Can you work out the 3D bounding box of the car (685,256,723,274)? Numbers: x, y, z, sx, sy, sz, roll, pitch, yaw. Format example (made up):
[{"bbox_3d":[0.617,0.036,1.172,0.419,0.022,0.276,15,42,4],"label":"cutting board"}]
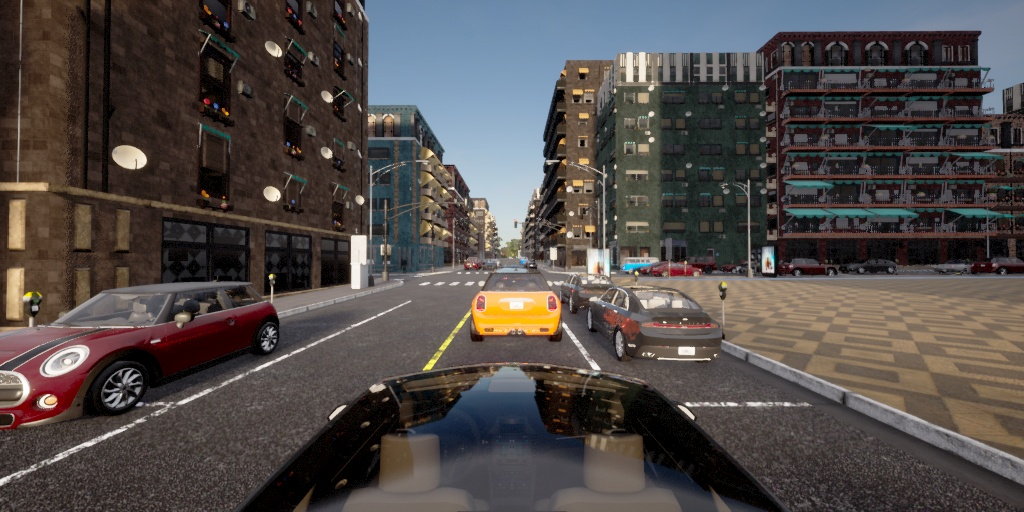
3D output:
[{"bbox_3d":[19.304,0.977,38.519,5.009,1.841,2.192,0,0,0],"label":"car"}]

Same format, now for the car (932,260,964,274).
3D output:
[{"bbox_3d":[41.546,1.009,32.576,4.718,1.301,1.895,0,-1,0],"label":"car"}]

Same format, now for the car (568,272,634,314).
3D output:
[{"bbox_3d":[2.822,1.304,13.555,2.007,1.370,4.403,0,0,0],"label":"car"}]

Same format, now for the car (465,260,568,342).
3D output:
[{"bbox_3d":[0.099,1.104,9.965,2.097,1.767,4.553,0,0,0],"label":"car"}]

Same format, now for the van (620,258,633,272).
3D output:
[{"bbox_3d":[13.777,1.046,38.559,3.998,1.789,1.690,0,0,0],"label":"van"}]

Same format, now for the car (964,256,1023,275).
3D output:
[{"bbox_3d":[41.349,0.811,29.976,4.097,1.591,1.967,0,0,0],"label":"car"}]

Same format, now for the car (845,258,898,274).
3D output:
[{"bbox_3d":[35.500,1.006,35.812,4.892,1.490,1.837,0,-1,0],"label":"car"}]

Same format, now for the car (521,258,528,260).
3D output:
[{"bbox_3d":[2.700,1.334,51.747,1.948,1.339,4.313,0,0,0],"label":"car"}]

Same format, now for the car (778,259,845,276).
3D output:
[{"bbox_3d":[24.768,0.935,30.098,4.097,1.591,1.967,0,0,0],"label":"car"}]

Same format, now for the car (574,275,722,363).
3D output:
[{"bbox_3d":[2.822,1.302,7.985,2.007,1.370,4.403,0,0,0],"label":"car"}]

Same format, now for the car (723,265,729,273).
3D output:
[{"bbox_3d":[24.832,1.165,38.478,4.507,1.381,1.888,0,0,0],"label":"car"}]

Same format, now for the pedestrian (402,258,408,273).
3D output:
[{"bbox_3d":[-12.522,1.097,41.715,0.375,1.860,0.375,0,0,0],"label":"pedestrian"}]

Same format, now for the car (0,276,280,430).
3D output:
[{"bbox_3d":[-5.819,1.191,5.751,1.967,1.591,4.097,0,0,0],"label":"car"}]

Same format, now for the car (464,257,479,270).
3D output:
[{"bbox_3d":[-5.680,1.083,51.789,2.192,1.841,5.009,0,0,0],"label":"car"}]

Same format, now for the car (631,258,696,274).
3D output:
[{"bbox_3d":[15.218,1.203,35.971,5.357,1.411,2.033,0,-1,0],"label":"car"}]

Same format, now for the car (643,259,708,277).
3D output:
[{"bbox_3d":[13.713,1.162,30.179,4.207,1.307,1.802,0,0,0],"label":"car"}]

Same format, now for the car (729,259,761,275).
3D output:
[{"bbox_3d":[25.076,1.071,35.894,4.902,1.511,2.128,0,-1,1],"label":"car"}]
